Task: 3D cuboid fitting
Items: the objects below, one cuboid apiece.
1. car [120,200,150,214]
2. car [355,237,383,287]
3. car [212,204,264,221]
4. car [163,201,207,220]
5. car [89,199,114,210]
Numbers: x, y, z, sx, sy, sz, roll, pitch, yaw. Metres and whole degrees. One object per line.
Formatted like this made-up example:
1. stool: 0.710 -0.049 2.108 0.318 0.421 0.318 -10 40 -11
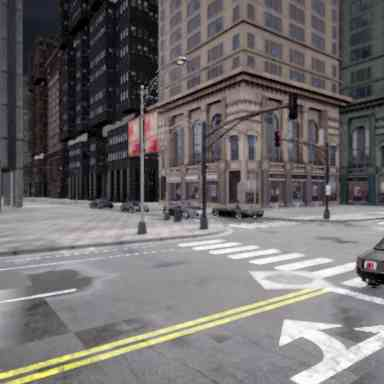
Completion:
1. car: -6.335 1.619 36.657 1.994 1.385 4.181 0 0 -36
2. car: 5.855 1.612 8.319 1.895 1.301 4.718 0 0 45
3. car: 3.680 1.636 27.743 1.895 1.301 4.718 0 0 -33
4. car: -0.671 1.536 28.654 2.128 1.511 4.902 0 0 -35
5. car: -12.397 1.615 45.253 2.033 1.411 5.357 0 0 -36
